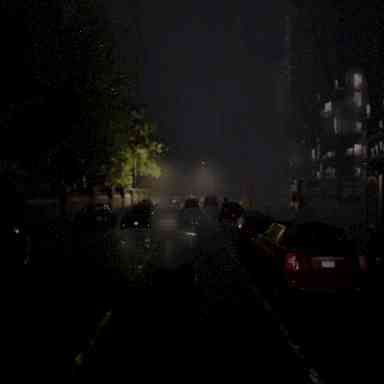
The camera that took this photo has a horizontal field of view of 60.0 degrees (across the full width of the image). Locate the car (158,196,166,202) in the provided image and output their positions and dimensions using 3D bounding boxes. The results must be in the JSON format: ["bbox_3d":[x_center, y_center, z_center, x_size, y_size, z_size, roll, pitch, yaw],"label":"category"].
[{"bbox_3d":[-5.819,1.590,53.501,2.008,1.369,4.403,0,0,0],"label":"car"}]

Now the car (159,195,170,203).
[{"bbox_3d":[-5.858,1.499,70.397,1.967,1.590,4.097,0,0,0],"label":"car"}]

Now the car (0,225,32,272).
[{"bbox_3d":[-5.711,1.564,8.443,1.947,1.339,4.313,0,0,0],"label":"car"}]

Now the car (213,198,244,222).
[{"bbox_3d":[2.937,1.488,26.071,1.882,1.535,5.008,0,0,0],"label":"car"}]

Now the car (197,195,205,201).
[{"bbox_3d":[2.469,1.653,92.945,1.887,1.381,4.507,0,0,0],"label":"car"}]

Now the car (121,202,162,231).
[{"bbox_3d":[-3.150,1.568,20.685,1.994,1.385,4.181,0,0,0],"label":"car"}]

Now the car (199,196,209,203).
[{"bbox_3d":[2.522,1.585,70.587,1.752,1.417,4.829,0,0,0],"label":"car"}]

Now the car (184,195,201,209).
[{"bbox_3d":[-0.059,1.509,45.414,1.882,1.535,5.008,0,0,0],"label":"car"}]

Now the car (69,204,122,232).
[{"bbox_3d":[-5.739,1.443,19.706,1.967,1.590,4.097,0,0,0],"label":"car"}]

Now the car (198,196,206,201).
[{"bbox_3d":[2.482,1.660,87.312,1.947,1.339,4.313,0,0,0],"label":"car"}]

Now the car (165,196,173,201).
[{"bbox_3d":[-5.898,1.676,87.293,1.802,1.307,4.206,0,0,0],"label":"car"}]

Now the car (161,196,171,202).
[{"bbox_3d":[-5.871,1.619,76.029,2.008,1.369,4.403,0,0,0],"label":"car"}]

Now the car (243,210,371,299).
[{"bbox_3d":[2.669,1.439,8.463,1.967,1.590,4.097,0,0,0],"label":"car"}]

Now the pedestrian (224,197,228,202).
[{"bbox_3d":[2.930,1.307,29.076,0.375,1.860,0.375,0,0,-3],"label":"pedestrian"}]

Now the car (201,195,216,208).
[{"bbox_3d":[2.576,1.349,47.888,2.192,1.841,5.009,0,0,0],"label":"car"}]

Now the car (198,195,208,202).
[{"bbox_3d":[2.509,1.509,76.049,1.967,1.590,4.097,0,0,0],"label":"car"}]

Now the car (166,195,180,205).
[{"bbox_3d":[-3.179,1.543,61.943,2.128,1.511,4.902,0,0,1],"label":"car"}]

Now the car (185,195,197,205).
[{"bbox_3d":[-0.144,1.400,60.753,2.097,1.767,4.553,0,0,0],"label":"car"}]

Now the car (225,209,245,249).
[{"bbox_3d":[2.654,1.582,14.094,1.802,1.307,4.206,0,0,0],"label":"car"}]

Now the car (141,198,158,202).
[{"bbox_3d":[-5.792,1.609,42.236,1.802,1.307,4.206,0,0,0],"label":"car"}]

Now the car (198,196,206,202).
[{"bbox_3d":[2.495,1.626,81.680,1.887,1.381,4.507,0,0,0],"label":"car"}]
